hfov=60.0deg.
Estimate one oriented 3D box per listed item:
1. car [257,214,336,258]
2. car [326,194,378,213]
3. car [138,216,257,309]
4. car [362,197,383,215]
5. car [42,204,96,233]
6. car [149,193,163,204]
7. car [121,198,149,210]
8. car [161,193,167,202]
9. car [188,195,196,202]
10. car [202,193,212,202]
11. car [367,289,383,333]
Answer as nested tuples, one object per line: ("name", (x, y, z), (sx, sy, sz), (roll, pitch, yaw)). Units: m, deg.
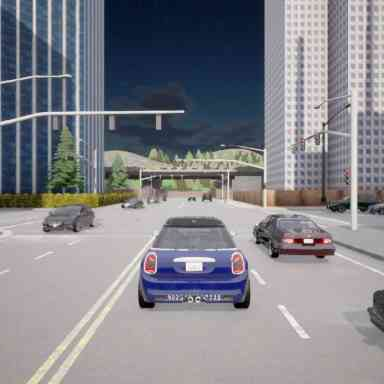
("car", (3.604, 1.547, 12.688), (2.033, 1.411, 5.357), (0, 0, 1))
("car", (17.825, 1.221, 36.667), (5.566, 2.045, 2.150), (0, 0, 0))
("car", (0.055, 1.352, 8.059), (2.097, 1.767, 4.553), (0, 0, 0))
("car", (20.003, 1.526, 33.134), (4.674, 1.442, 1.812), (0, 0, 0))
("car", (-7.110, 1.505, 19.685), (1.837, 1.490, 4.892), (0, 0, 0))
("car", (-7.100, 1.491, 60.916), (2.128, 1.511, 4.902), (0, 0, 0))
("car", (-7.613, 1.493, 43.066), (2.128, 1.511, 4.902), (0, 0, 8))
("car", (-7.039, 1.212, 76.482), (2.150, 2.045, 5.566), (0, 0, 0))
("car", (-0.040, 1.501, 77.749), (1.812, 1.442, 4.674), (0, 0, 0))
("car", (3.460, 1.203, 77.780), (2.150, 2.045, 5.566), (0, 0, 0))
("car", (3.600, 1.547, 2.620), (2.033, 1.411, 5.357), (0, 0, 0))
